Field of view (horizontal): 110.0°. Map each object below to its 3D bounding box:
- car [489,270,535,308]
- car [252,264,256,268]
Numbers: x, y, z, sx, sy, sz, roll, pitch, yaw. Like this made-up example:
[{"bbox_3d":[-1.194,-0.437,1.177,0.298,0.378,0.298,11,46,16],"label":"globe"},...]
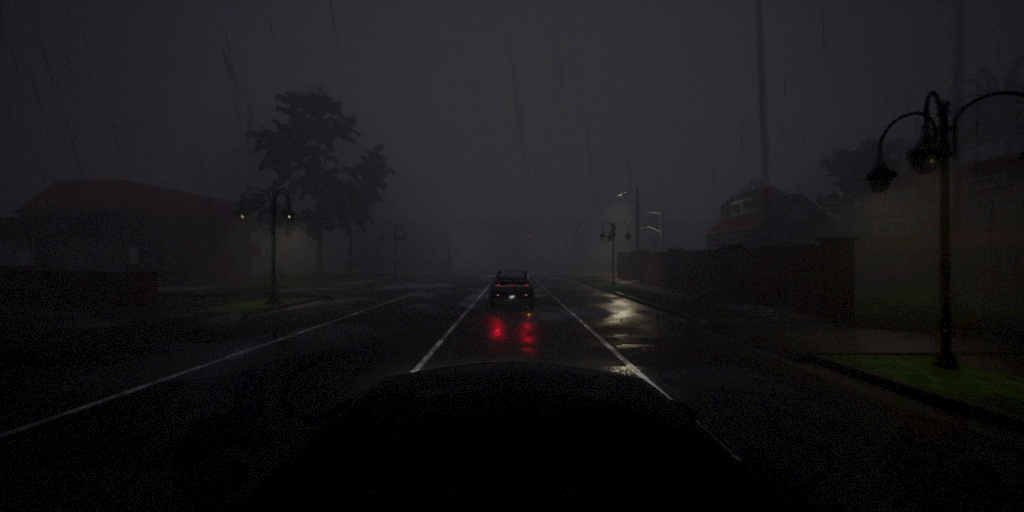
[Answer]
[{"bbox_3d":[0.004,1.375,16.127,2.128,1.511,4.902,0,0,0],"label":"car"},{"bbox_3d":[-39.910,1.734,51.203,4.674,1.442,1.812,0,-1,2],"label":"car"}]
